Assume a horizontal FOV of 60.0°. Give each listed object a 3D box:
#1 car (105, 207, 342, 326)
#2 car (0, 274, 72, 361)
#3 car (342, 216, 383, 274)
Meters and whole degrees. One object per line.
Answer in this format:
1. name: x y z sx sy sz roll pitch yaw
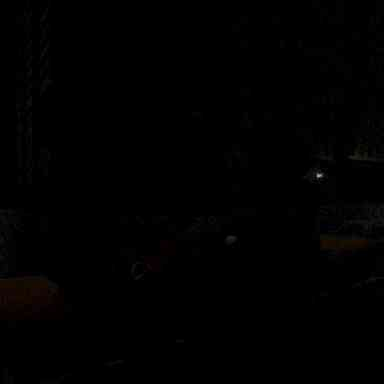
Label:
1. car: 0.749 1.282 7.179 5.009 1.841 2.192 0 0 -35
2. car: -3.984 1.533 3.811 4.829 1.417 1.752 -1 0 -35
3. car: 5.209 1.455 10.351 4.829 1.417 1.752 0 0 -35
